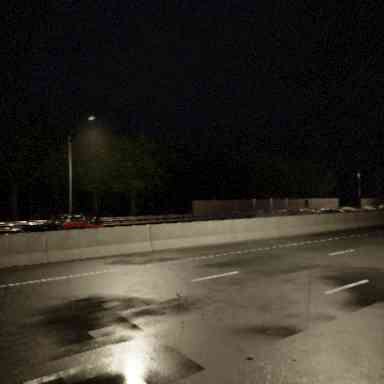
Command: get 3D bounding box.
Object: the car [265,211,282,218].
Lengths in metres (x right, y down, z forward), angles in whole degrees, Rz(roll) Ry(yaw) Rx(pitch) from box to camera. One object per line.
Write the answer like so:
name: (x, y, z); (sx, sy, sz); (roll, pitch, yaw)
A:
car: (12.226, 3.100, 42.751); (4.902, 1.511, 2.128); (0, -3, -35)

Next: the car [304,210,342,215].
car: (14.726, 2.695, 35.954); (5.008, 1.535, 1.882); (0, -3, -35)

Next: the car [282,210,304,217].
car: (13.556, 2.959, 39.385); (5.357, 1.411, 2.033); (0, -3, -35)

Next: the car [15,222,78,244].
car: (-11.305, 3.127, 25.951); (4.181, 1.385, 1.994); (0, -3, -36)

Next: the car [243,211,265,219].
car: (9.351, 3.350, 45.006); (5.357, 1.411, 2.033); (0, -3, -35)

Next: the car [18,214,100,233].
car: (-8.994, 2.591, 23.333); (5.566, 2.045, 2.150); (0, -3, -36)

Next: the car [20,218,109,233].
car: (-7.351, 2.652, 20.192); (5.008, 1.535, 1.882); (0, -3, -36)
